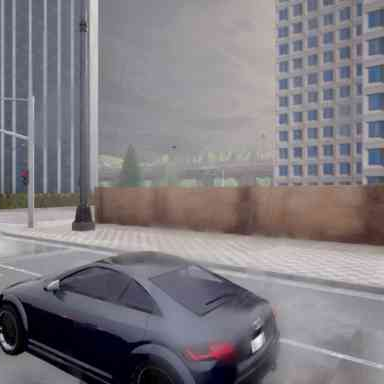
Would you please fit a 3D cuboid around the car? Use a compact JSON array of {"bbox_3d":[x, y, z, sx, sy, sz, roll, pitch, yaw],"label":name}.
[{"bbox_3d":[-0.946,1.564,4.677,4.181,1.385,1.994,0,0,35],"label":"car"}]
